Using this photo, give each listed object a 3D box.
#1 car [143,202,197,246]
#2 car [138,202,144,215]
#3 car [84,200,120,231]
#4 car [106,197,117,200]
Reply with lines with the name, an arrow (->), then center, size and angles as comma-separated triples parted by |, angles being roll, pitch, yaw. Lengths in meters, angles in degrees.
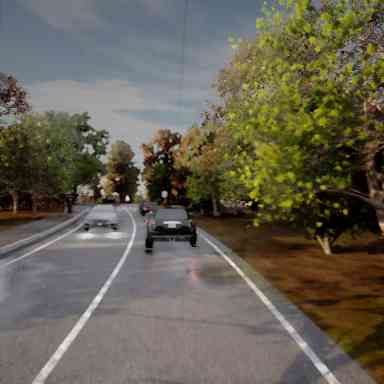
car -> -1.042, 1.368, 15.435 | 2.097, 1.767, 4.553 | 0, 0, -7
car -> -4.310, 1.620, 33.300 | 1.895, 1.301, 4.718 | 1, 0, -13
car -> -5.517, 1.505, 20.812 | 1.812, 1.442, 4.674 | 1, 0, -10
car -> -15.051, 1.570, 62.284 | 1.895, 1.301, 4.718 | 1, -1, -13
